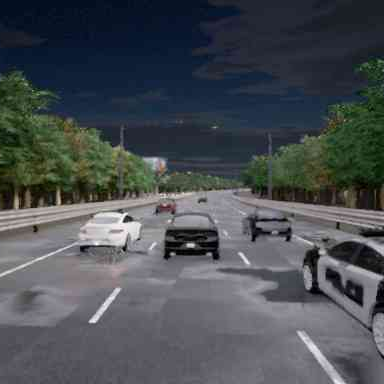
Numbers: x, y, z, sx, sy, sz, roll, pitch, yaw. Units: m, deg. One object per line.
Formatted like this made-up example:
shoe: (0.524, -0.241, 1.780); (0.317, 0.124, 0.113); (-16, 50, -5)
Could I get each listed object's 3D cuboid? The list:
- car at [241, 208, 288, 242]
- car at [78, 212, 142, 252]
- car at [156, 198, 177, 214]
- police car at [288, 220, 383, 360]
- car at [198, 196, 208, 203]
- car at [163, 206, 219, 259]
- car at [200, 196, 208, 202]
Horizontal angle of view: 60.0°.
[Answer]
car: (3.615, 1.562, 16.822); (2.128, 1.511, 4.902); (0, 0, 1)
car: (-3.329, 1.575, 14.066); (1.812, 1.442, 4.674); (0, 0, 1)
car: (-2.820, 1.491, 37.737); (2.097, 1.767, 4.553); (0, 0, 2)
police car: (3.512, 1.453, 6.008); (1.930, 1.638, 5.238); (0, 0, 0)
car: (2.514, 1.805, 77.930); (1.837, 1.490, 4.892); (0, 0, 4)
car: (0.013, 1.528, 12.944); (1.882, 1.535, 5.008); (0, 0, 1)
car: (3.387, 1.882, 90.438); (2.033, 1.411, 5.357); (0, 0, 4)
